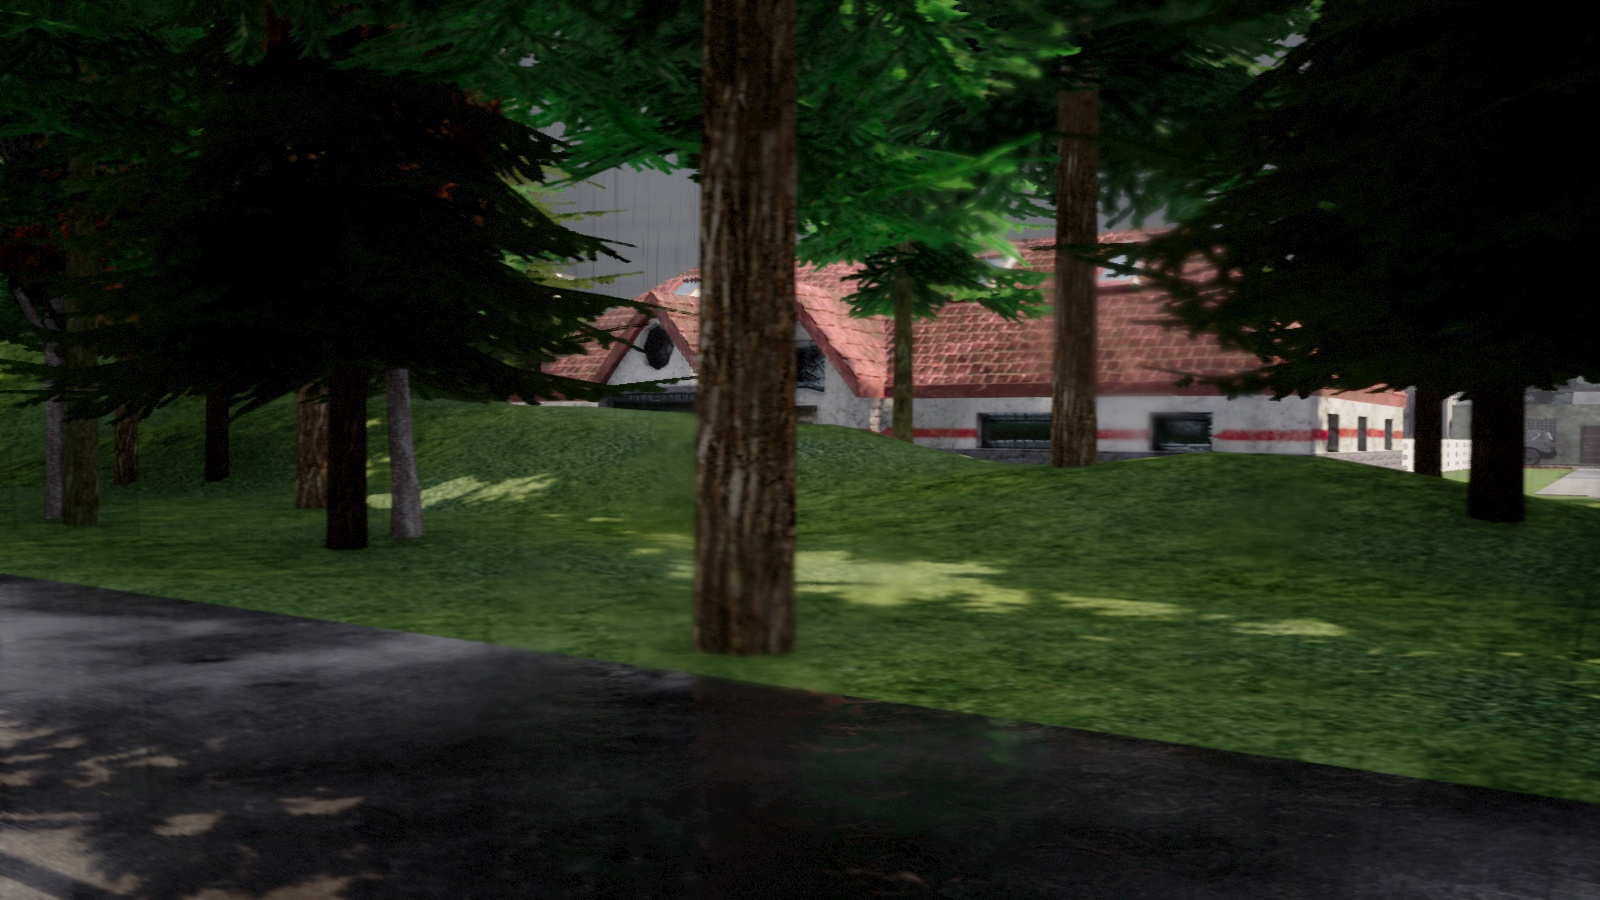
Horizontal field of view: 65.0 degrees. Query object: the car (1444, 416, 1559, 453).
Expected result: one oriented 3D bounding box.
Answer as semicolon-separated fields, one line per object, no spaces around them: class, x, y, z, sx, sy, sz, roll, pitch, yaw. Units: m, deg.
car;39.931;-0.888;71.528;5.566;2.045;2.150;0;1;34
